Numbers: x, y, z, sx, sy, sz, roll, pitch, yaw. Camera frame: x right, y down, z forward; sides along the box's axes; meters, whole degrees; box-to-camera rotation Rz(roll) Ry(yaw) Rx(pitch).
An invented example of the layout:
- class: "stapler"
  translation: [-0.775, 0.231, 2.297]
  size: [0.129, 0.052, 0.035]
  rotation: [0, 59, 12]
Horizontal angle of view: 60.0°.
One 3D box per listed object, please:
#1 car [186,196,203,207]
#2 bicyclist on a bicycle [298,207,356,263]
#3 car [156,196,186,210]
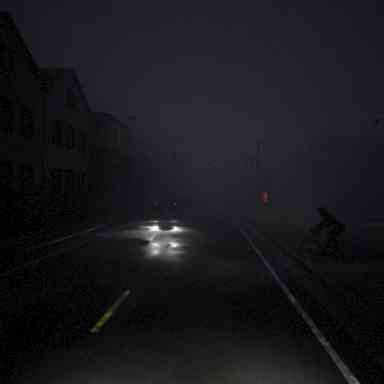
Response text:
- class: "car"
  translation: [-0.775, 1.218, 44.144]
  size: [2.033, 1.411, 5.357]
  rotation: [1, 0, -37]
- class: "bicyclist on a bicycle"
  translation: [3.942, 1.265, 9.690]
  size: [1.656, 1.620, 0.582]
  rotation: [1, 1, 3]
- class: "car"
  translation: [-1.904, 0.976, 28.040]
  size: [1.895, 1.301, 4.718]
  rotation: [1, 1, 3]
